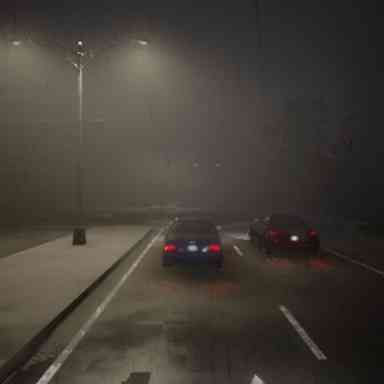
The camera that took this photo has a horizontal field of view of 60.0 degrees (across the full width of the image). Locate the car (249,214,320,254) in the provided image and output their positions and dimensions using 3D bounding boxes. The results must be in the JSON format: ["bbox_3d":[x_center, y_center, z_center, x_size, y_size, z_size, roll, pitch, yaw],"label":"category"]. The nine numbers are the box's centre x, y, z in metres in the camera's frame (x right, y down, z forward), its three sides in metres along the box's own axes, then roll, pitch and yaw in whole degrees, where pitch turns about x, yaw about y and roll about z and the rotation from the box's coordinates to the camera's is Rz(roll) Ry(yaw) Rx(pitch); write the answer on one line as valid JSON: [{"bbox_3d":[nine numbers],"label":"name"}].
[{"bbox_3d":[3.554,1.565,13.476,1.994,1.385,4.181,0,0,0],"label":"car"}]

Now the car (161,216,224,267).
[{"bbox_3d":[0.030,1.543,11.374,2.033,1.411,5.357,0,0,0],"label":"car"}]
